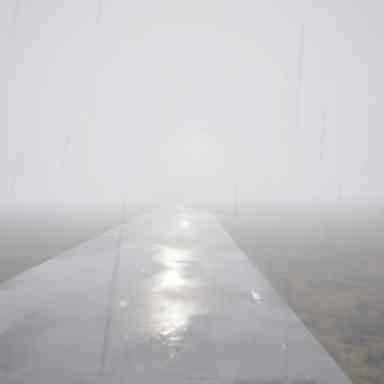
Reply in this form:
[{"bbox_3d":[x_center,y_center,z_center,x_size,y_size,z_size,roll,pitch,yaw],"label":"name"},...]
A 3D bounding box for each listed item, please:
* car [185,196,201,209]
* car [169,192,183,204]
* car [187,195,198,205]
[{"bbox_3d":[0.097,1.380,42.340,1.812,1.442,4.674,0,0,0],"label":"car"},{"bbox_3d":[-2.758,1.013,58.416,2.150,2.045,5.566,0,0,0],"label":"car"},{"bbox_3d":[0.096,1.332,56.174,1.812,1.442,4.674,0,0,0],"label":"car"}]
